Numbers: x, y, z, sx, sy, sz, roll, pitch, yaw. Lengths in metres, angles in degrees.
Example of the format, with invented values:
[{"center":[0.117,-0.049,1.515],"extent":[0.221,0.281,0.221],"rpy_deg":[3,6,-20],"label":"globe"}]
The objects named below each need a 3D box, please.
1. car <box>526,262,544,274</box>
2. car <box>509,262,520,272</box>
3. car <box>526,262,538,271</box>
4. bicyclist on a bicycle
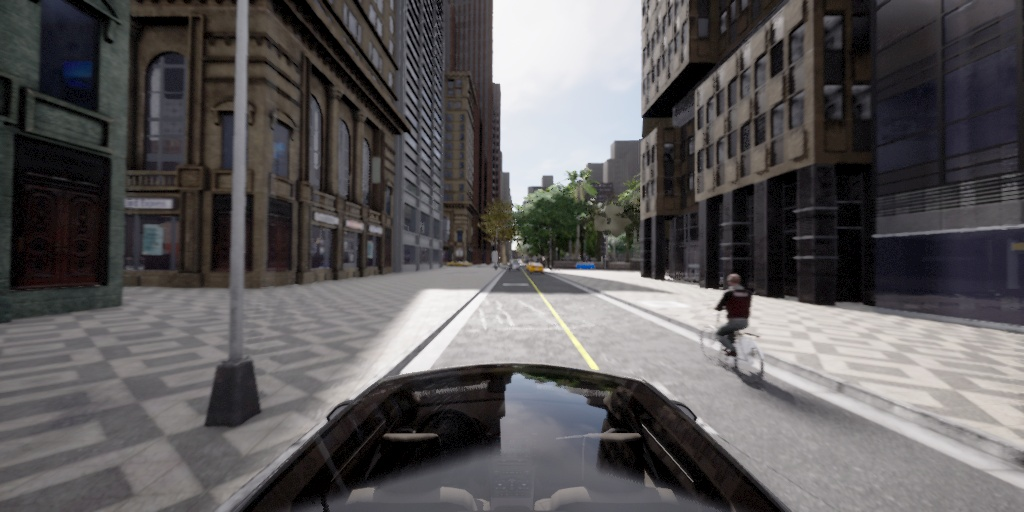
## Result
[{"center":[3.478,1.716,51.655],"extent":[1.882,1.535,5.008],"rpy_deg":[0,-1,0],"label":"car"},{"center":[0.408,1.784,59.363],"extent":[2.128,1.511,4.902],"rpy_deg":[0,-1,1],"label":"car"},{"center":[3.473,1.829,62.663],"extent":[1.882,1.535,5.008],"rpy_deg":[0,-1,0],"label":"car"},{"center":[3.844,1.193,6.402],"extent":[0.659,1.776,1.843],"rpy_deg":[0,0,0],"label":"bicyclist on a bicycle"}]
